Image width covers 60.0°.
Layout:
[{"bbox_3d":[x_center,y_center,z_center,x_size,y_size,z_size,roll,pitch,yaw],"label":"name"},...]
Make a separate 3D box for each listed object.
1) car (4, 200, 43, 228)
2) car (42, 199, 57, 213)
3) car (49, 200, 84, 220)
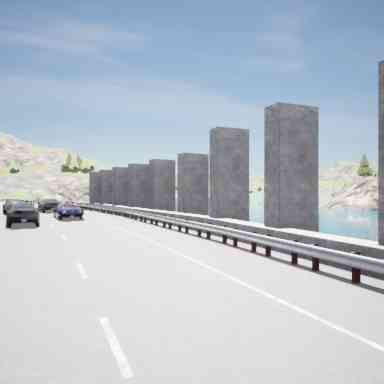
[{"bbox_3d":[-11.487,1.504,22.603,1.837,1.490,4.892,0,0,-28],"label":"car"},{"bbox_3d":[-15.810,1.504,36.831,1.837,1.490,4.892,0,0,-32],"label":"car"},{"bbox_3d":[-10.504,1.600,28.049,1.895,1.301,4.718,0,0,-29],"label":"car"}]
